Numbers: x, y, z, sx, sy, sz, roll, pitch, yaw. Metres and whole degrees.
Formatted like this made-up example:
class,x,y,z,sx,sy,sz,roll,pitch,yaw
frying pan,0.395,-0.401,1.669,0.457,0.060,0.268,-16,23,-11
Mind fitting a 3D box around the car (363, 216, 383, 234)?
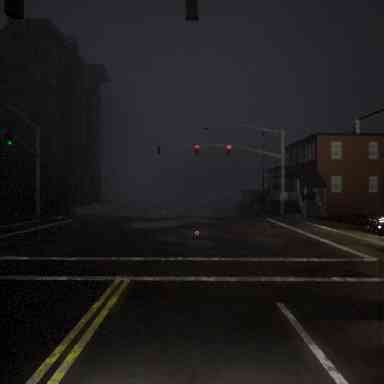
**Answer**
class,x,y,z,sx,sy,sz,roll,pitch,yaw
car,13.128,1.932,20.412,4.553,1.767,2.097,8,0,0
